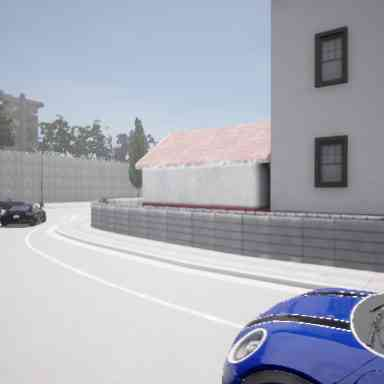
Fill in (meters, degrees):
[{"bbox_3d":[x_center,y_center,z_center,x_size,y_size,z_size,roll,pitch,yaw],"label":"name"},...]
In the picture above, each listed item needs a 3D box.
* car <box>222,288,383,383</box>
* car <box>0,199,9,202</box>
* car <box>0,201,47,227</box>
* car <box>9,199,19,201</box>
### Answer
[{"bbox_3d":[2.463,1.353,2.426,4.553,1.767,2.097,0,0,36],"label":"car"},{"bbox_3d":[-15.109,1.462,23.828,1.837,1.490,4.892,0,1,-12],"label":"car"},{"bbox_3d":[-11.325,1.524,22.681,1.994,1.385,4.181,0,0,-11],"label":"car"},{"bbox_3d":[-21.744,1.495,39.701,4.181,1.385,1.994,0,0,34],"label":"car"}]
